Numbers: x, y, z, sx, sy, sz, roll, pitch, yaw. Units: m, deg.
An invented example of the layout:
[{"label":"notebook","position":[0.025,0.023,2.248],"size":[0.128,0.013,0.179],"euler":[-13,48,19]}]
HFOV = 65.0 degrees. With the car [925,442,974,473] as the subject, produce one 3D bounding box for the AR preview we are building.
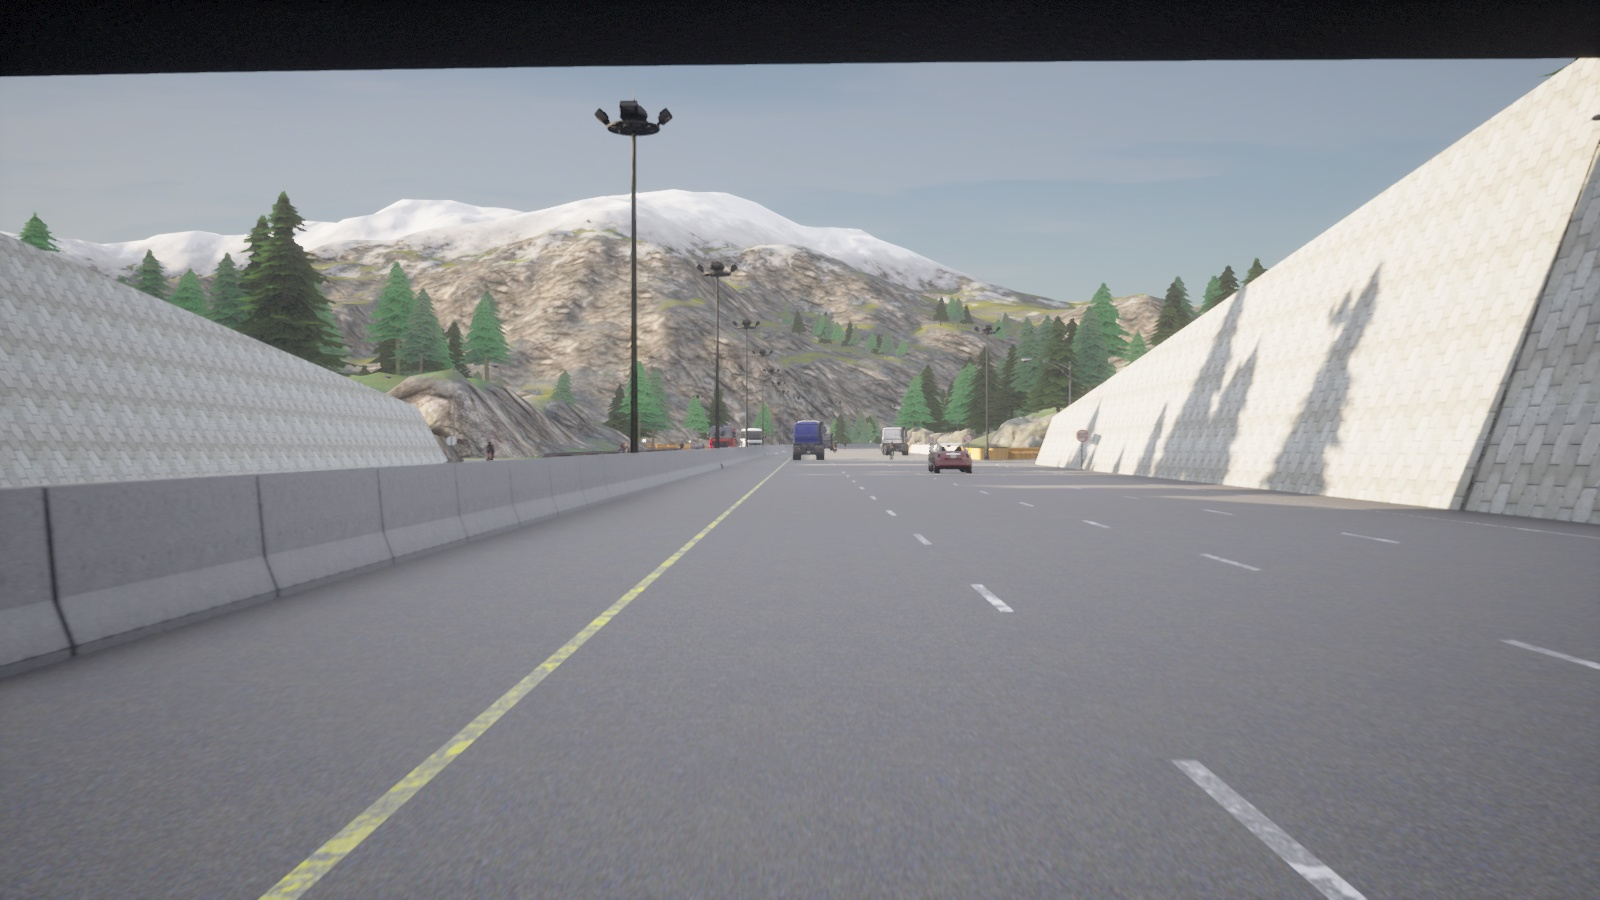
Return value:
[{"label":"car","position":[7.434,0.364,62.738],"size":[1.970,1.475,3.806],"euler":[0,0,0]}]
